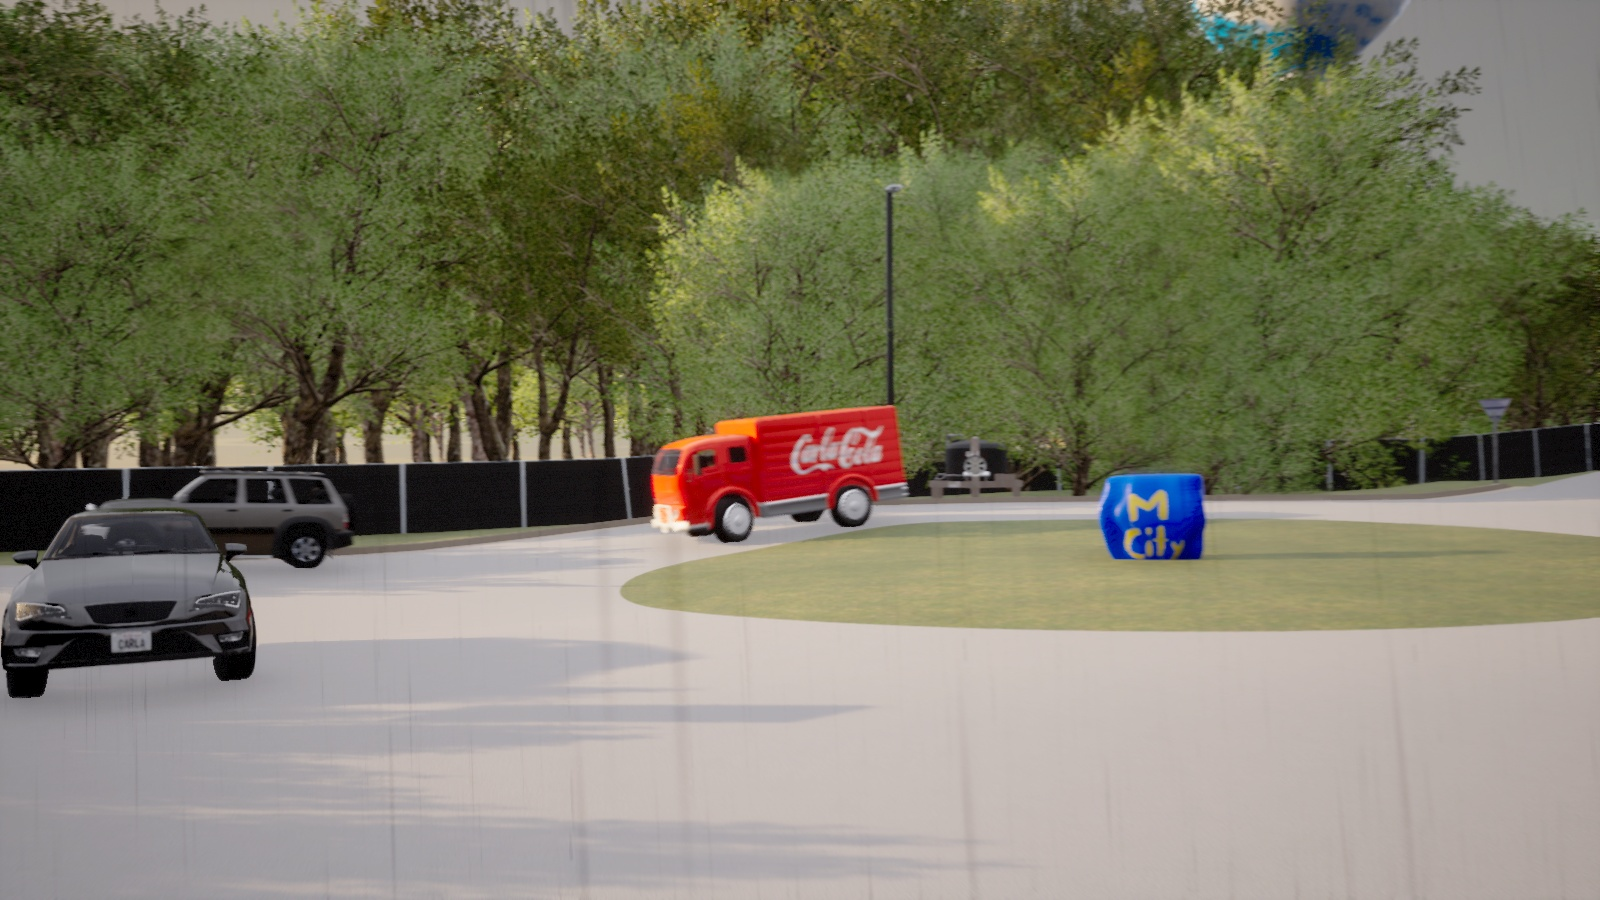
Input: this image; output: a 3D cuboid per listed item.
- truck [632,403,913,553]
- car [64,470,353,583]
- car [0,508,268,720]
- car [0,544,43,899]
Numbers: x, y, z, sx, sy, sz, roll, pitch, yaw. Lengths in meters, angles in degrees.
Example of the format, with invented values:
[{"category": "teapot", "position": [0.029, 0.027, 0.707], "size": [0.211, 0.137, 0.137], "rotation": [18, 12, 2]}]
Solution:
[{"category": "truck", "position": [-0.590, 0.522, 27.070], "size": [5.204, 2.467, 2.627], "rotation": [-8, 3, -27]}, {"category": "car", "position": [-10.801, 1.344, 23.116], "size": [4.605, 1.855, 1.932], "rotation": [1, 0, -27]}, {"category": "car", "position": [-6.015, 1.317, 11.412], "size": [1.816, 1.474, 4.193], "rotation": [-1, -2, -28]}, {"category": "car", "position": [-3.308, 0.980, 3.160], "size": [1.481, 1.376, 2.207], "rotation": [-1, -2, -1]}]
